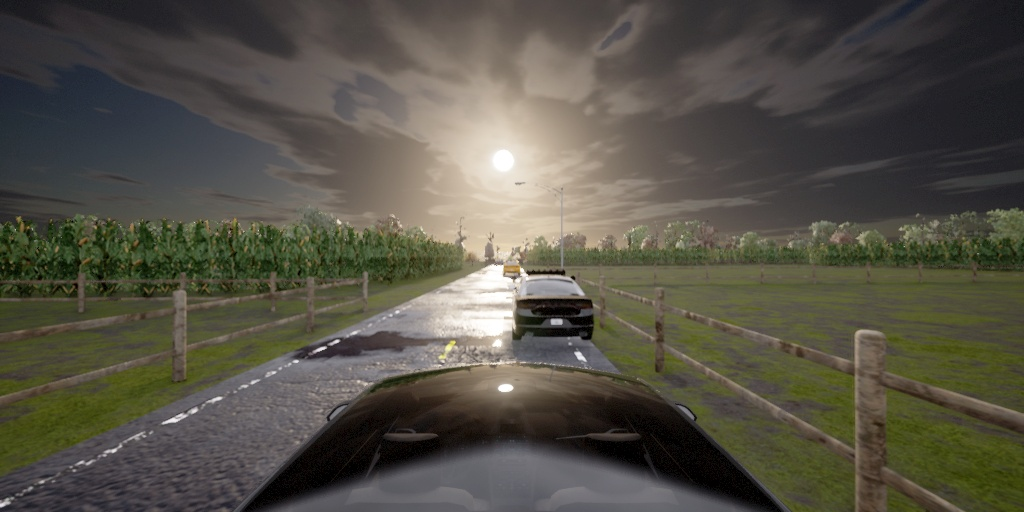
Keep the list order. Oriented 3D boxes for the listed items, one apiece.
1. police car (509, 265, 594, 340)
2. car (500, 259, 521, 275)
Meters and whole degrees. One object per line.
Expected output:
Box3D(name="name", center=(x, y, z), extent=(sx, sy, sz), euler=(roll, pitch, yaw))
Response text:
Box3D(name="police car", center=(0.942, 1.205, 10.192), extent=(1.930, 1.638, 5.238), euler=(0, 0, 0))
Box3D(name="car", center=(-0.025, 1.348, 40.386), extent=(1.882, 1.535, 5.008), euler=(0, 0, 0))
